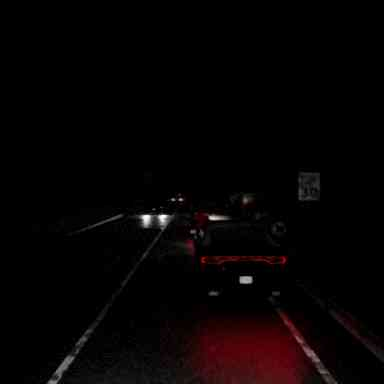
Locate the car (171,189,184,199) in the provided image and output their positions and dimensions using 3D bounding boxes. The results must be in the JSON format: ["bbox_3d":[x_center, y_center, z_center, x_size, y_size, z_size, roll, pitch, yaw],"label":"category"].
[{"bbox_3d":[-3.243,0.397,72.797,2.150,2.045,5.566,0,1,0],"label":"car"}]

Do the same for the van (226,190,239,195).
[{"bbox_3d":[5.603,1.034,30.215,4.442,1.987,1.878,0,0,0],"label":"van"}]

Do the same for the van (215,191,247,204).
[{"bbox_3d":[5.811,0.790,49.840,4.442,1.987,1.878,0,1,0],"label":"van"}]

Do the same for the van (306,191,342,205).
[{"bbox_3d":[18.894,0.826,47.618,4.442,1.987,1.878,0,1,0],"label":"van"}]

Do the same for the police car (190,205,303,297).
[{"bbox_3d":[0.976,1.364,8.598,1.930,1.638,5.238,0,0,0],"label":"police car"}]

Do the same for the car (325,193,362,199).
[{"bbox_3d":[18.816,1.197,39.294,4.792,1.488,2.163,0,1,0],"label":"car"}]

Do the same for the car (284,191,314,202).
[{"bbox_3d":[18.794,0.755,58.722,4.553,1.767,2.185,0,1,0],"label":"car"}]

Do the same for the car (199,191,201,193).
[{"bbox_3d":[0.005,0.896,58.327,2.128,1.511,4.902,0,1,0],"label":"car"}]

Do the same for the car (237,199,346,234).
[{"bbox_3d":[5.548,1.342,19.000,5.366,1.575,1.946,0,0,0],"label":"car"}]

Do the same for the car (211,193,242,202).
[{"bbox_3d":[5.681,0.931,55.450,4.892,1.521,2.231,0,1,0],"label":"car"}]

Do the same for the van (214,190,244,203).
[{"bbox_3d":[5.807,0.747,52.643,4.442,1.987,1.878,0,1,0],"label":"van"}]

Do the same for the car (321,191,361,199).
[{"bbox_3d":[18.755,0.880,42.065,5.566,2.045,2.435,0,1,0],"label":"car"}]

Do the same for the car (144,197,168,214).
[{"bbox_3d":[-3.344,1.242,31.478,1.837,1.490,4.892,0,1,0],"label":"car"}]

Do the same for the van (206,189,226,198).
[{"bbox_3d":[5.542,0.360,77.870,4.442,1.987,1.878,0,1,0],"label":"van"}]

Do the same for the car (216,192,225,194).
[{"bbox_3d":[5.711,1.140,41.432,4.892,1.521,2.231,0,1,0],"label":"car"}]

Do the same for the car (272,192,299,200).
[{"bbox_3d":[18.758,0.754,67.050,4.892,1.521,2.231,0,1,0],"label":"car"}]

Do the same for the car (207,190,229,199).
[{"bbox_3d":[5.634,0.546,72.266,4.553,1.767,2.185,0,1,0],"label":"car"}]

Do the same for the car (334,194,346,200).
[{"bbox_3d":[18.761,1.232,36.511,4.792,1.488,2.163,0,1,0],"label":"car"}]

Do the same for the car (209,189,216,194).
[{"bbox_3d":[5.670,0.808,47.036,5.566,2.045,2.435,0,1,0],"label":"car"}]

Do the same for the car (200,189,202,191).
[{"bbox_3d":[5.823,0.324,94.691,5.366,1.575,1.946,0,1,0],"label":"car"}]

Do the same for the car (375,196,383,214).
[{"bbox_3d":[18.795,1.278,28.184,4.892,1.521,2.231,0,0,0],"label":"car"}]

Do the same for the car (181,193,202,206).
[{"bbox_3d":[0.019,1.130,45.034,2.033,1.411,5.357,0,1,0],"label":"car"}]

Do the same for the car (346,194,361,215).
[{"bbox_3d":[18.979,1.225,33.739,5.366,1.575,1.946,0,1,0],"label":"car"}]

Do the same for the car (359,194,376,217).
[{"bbox_3d":[18.793,1.253,30.962,5.008,1.535,2.097,0,1,0],"label":"car"}]

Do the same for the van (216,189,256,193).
[{"bbox_3d":[5.818,0.876,44.236,4.442,1.987,1.878,0,1,0],"label":"van"}]

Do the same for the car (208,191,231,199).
[{"bbox_3d":[5.638,0.589,69.462,4.553,1.767,2.185,0,1,0],"label":"car"}]

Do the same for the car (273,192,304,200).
[{"bbox_3d":[18.570,0.793,64.273,5.366,1.575,1.946,0,1,0],"label":"car"}]

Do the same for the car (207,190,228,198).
[{"bbox_3d":[5.693,0.503,75.068,4.553,1.767,2.185,0,1,0],"label":"car"}]

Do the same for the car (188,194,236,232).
[{"bbox_3d":[0.976,1.212,18.470,2.097,1.767,4.553,0,0,0],"label":"car"}]

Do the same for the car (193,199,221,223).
[{"bbox_3d":[0.977,1.312,24.509,1.837,1.490,4.892,0,1,0],"label":"car"}]

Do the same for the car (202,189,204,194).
[{"bbox_3d":[5.650,0.542,80.676,5.008,1.535,2.097,0,1,0],"label":"car"}]

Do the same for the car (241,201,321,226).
[{"bbox_3d":[5.733,1.364,21.803,4.674,1.452,2.002,0,0,0],"label":"car"}]

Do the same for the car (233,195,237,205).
[{"bbox_3d":[5.717,1.282,27.410,5.008,1.535,2.097,0,0,0],"label":"car"}]

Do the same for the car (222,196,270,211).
[{"bbox_3d":[5.741,1.237,35.821,4.792,1.488,2.163,0,1,0],"label":"car"}]

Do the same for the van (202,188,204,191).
[{"bbox_3d":[5.528,0.188,89.081,4.442,1.987,1.878,0,1,0],"label":"van"}]

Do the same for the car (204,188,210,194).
[{"bbox_3d":[5.648,0.550,63.855,5.566,2.045,2.435,0,1,0],"label":"car"}]

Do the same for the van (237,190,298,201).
[{"bbox_3d":[5.843,1.077,24.605,4.442,1.987,1.878,0,0,0],"label":"van"}]

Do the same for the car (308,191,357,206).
[{"bbox_3d":[18.809,0.843,44.842,5.566,2.045,2.435,0,1,0],"label":"car"}]

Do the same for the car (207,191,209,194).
[{"bbox_3d":[5.677,0.884,61.056,4.674,1.452,2.002,0,1,0],"label":"car"}]

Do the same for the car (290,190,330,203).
[{"bbox_3d":[18.799,0.715,53.168,5.566,2.045,2.435,0,1,0],"label":"car"}]
